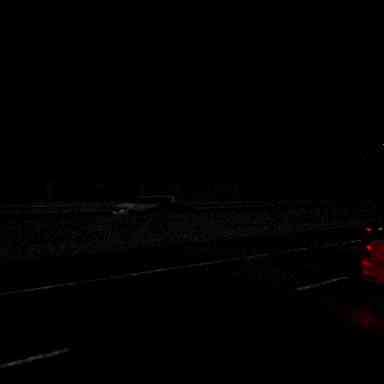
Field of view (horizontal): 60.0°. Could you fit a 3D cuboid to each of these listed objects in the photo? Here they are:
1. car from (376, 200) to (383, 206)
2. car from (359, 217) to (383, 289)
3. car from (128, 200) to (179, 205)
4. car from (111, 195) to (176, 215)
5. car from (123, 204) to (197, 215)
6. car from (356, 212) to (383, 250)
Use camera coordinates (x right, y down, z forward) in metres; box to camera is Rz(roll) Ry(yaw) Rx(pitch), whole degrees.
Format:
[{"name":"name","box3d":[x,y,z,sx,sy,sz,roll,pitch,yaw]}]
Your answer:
[{"name":"car","box3d":[30.096,1.918,51.208,4.181,1.385,1.994,0,0,-35]},{"name":"car","box3d":[6.125,1.412,8.115,4.553,1.767,2.097,0,0,-35]},{"name":"car","box3d":[-1.802,1.584,24.202,4.892,1.490,1.837,0,0,-35]},{"name":"car","box3d":[-3.707,1.301,27.144,5.566,2.045,2.150,0,0,-35]},{"name":"car","box3d":[-1.635,1.627,20.022,4.181,1.385,1.994,0,0,-36]},{"name":"car","box3d":[9.836,1.655,15.058,5.357,1.411,2.033,1,0,-35]}]
